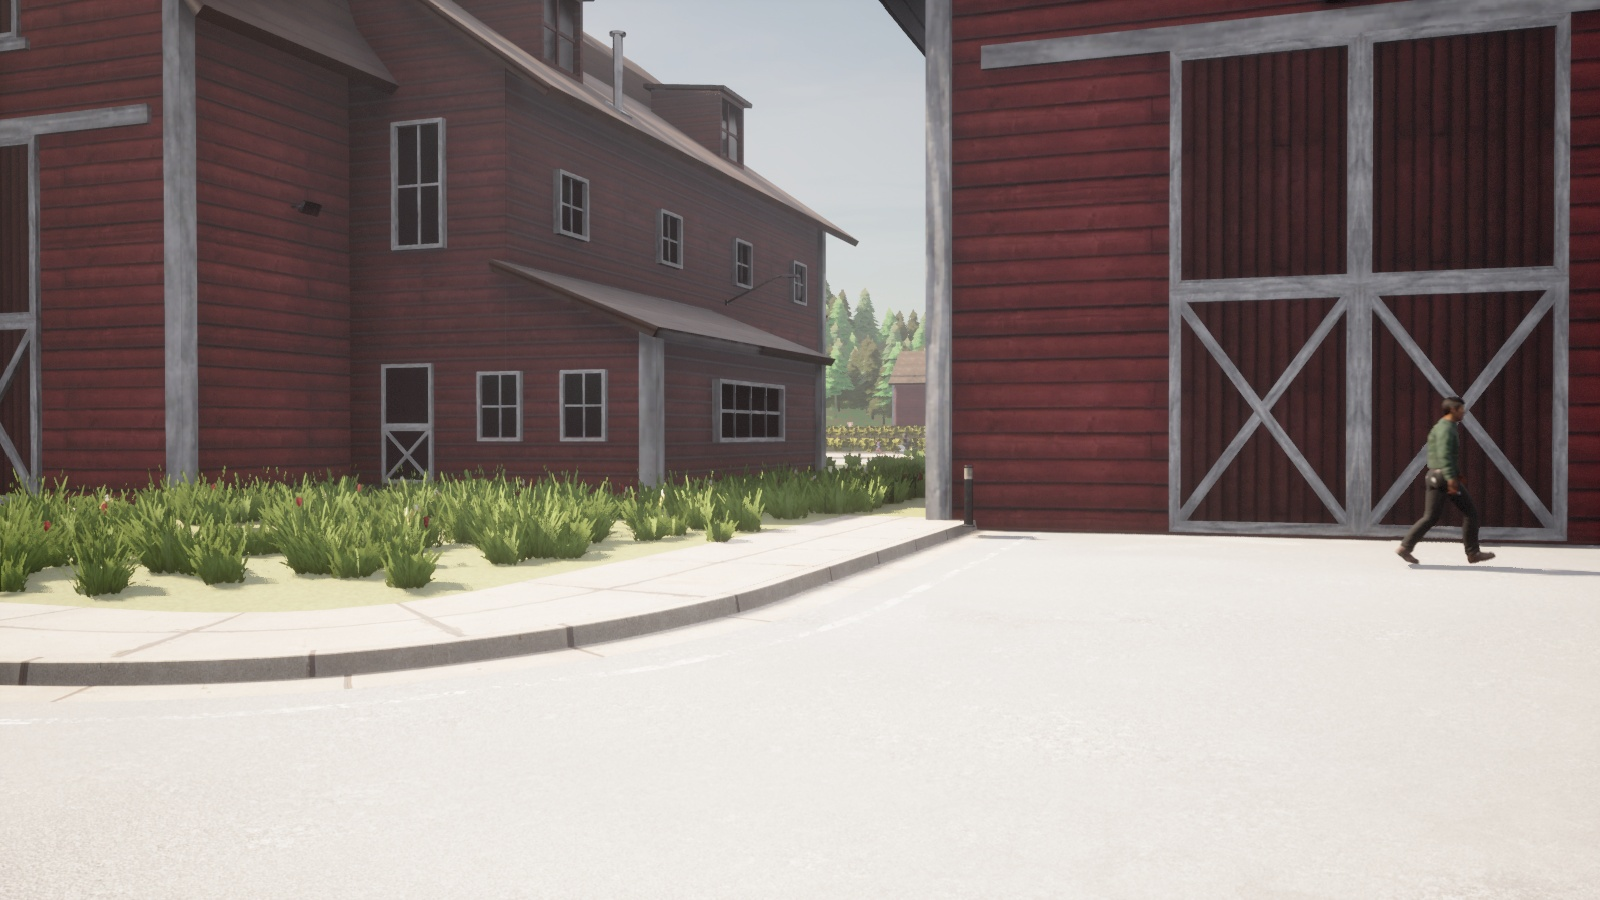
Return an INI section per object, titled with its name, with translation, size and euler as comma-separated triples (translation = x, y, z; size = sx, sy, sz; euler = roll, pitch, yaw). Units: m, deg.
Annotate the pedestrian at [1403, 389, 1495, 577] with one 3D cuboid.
[pedestrian]
translation = 6.887, 0.339, 13.349
size = 0.788, 1.949, 0.423
euler = 1, 1, 17
